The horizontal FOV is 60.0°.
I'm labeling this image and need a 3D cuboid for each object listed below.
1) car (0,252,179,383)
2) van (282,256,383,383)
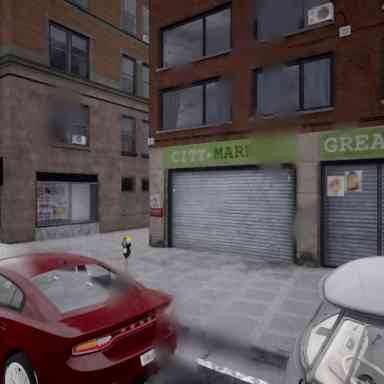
[{"bbox_3d":[-2.259,1.544,4.682,4.507,1.381,1.887,0,0,35],"label":"car"},{"bbox_3d":[2.353,1.341,1.400,3.998,1.788,1.690,0,0,35],"label":"van"}]
